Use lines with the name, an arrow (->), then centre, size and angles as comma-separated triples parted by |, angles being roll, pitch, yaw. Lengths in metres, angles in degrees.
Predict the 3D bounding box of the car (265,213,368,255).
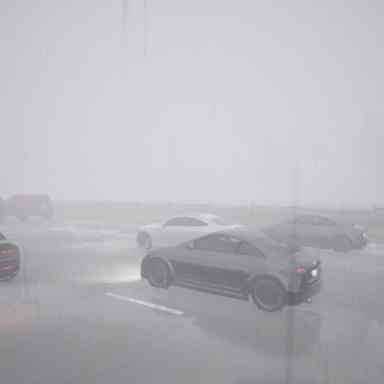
car -> 4.771, 1.563, 13.488 | 4.181, 1.385, 1.994 | 0, 0, 36

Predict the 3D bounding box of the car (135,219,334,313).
car -> 0.796, 1.563, 7.722 | 4.181, 1.385, 1.994 | 0, 0, 35

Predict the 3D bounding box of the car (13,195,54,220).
car -> -13.273, 1.216, 26.356 | 5.566, 2.045, 2.150 | 0, 0, 35

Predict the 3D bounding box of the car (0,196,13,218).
car -> -15.310, 1.216, 23.509 | 5.566, 2.045, 2.150 | 0, 0, 35

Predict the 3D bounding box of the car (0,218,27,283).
car -> -6.263, 1.503, 8.461 | 4.892, 1.490, 1.837 | 0, 0, 35

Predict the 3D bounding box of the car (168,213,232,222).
car -> -0.053, 1.524, 12.612 | 4.674, 1.442, 1.812 | 0, 0, 35
